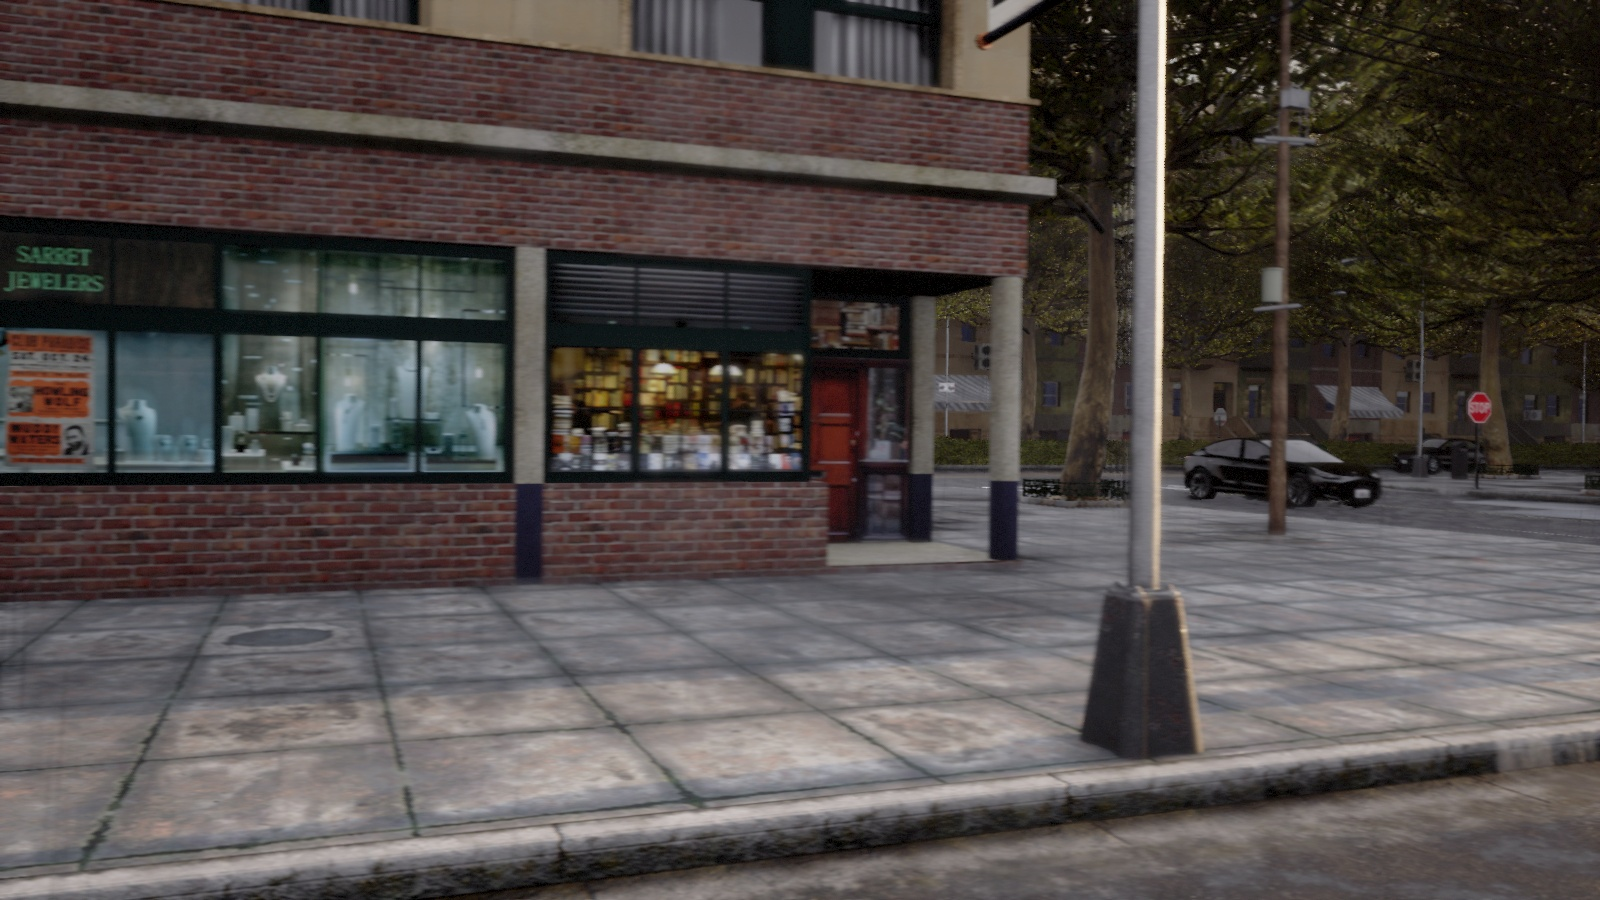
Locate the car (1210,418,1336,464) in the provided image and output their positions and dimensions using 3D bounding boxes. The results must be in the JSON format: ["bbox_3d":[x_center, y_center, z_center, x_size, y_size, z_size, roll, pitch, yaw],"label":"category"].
[{"bbox_3d":[19.296,-0.386,51.219,4.553,1.767,2.097,-1,1,-21],"label":"car"}]

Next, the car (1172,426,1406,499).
[{"bbox_3d":[10.840,0.221,28.246,2.163,1.488,4.792,-1,1,-23],"label":"car"}]

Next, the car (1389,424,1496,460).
[{"bbox_3d":[27.884,-0.377,54.507,4.193,1.474,1.816,-1,1,-21],"label":"car"}]
